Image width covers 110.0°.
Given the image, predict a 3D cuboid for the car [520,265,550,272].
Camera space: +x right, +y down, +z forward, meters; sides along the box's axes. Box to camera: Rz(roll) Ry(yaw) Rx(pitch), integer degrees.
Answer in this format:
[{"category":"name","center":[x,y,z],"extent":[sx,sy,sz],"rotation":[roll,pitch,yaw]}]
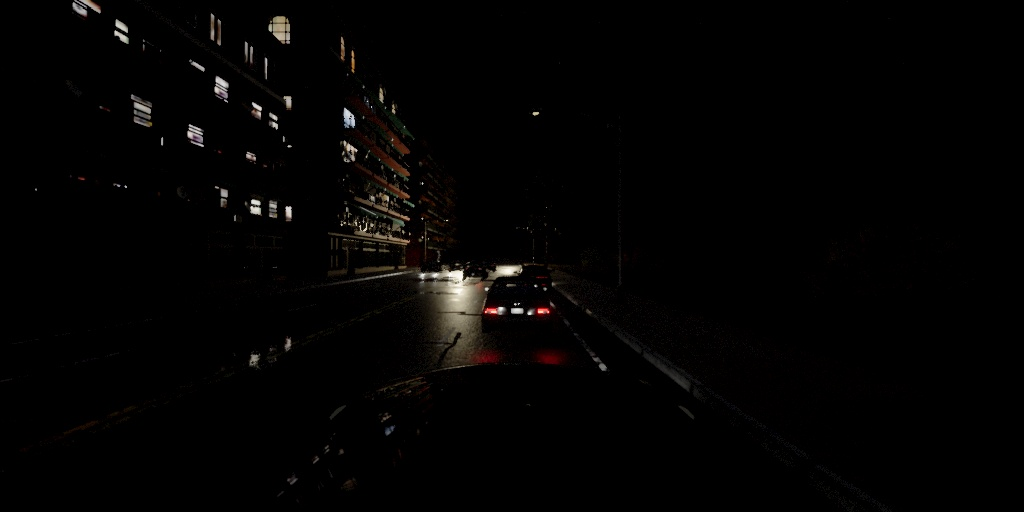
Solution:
[{"category":"car","center":[1.173,1.258,20.366],"extent":[1.837,1.490,4.892],"rotation":[0,0,0]}]

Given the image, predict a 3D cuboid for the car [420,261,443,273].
[{"category":"car","center":[-9.757,1.279,43.608],"extent":[1.812,1.442,4.674],"rotation":[0,0,0]}]

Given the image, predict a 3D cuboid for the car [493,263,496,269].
[{"category":"car","center":[-3.067,1.317,45.872],"extent":[1.994,1.385,4.181],"rotation":[0,0,0]}]

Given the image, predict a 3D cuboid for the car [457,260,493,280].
[{"category":"car","center":[-3.095,1.245,30.964],"extent":[2.128,1.511,4.902],"rotation":[0,0,0]}]

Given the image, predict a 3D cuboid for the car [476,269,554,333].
[{"category":"car","center":[0.119,1.299,10.677],"extent":[2.033,1.411,5.357],"rotation":[0,0,0]}]

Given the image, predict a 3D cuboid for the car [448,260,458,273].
[{"category":"car","center":[-6.521,1.258,43.522],"extent":[1.837,1.490,4.892],"rotation":[0,0,0]}]
